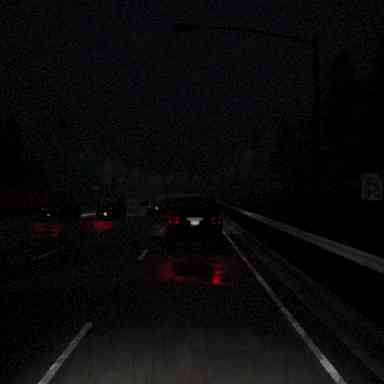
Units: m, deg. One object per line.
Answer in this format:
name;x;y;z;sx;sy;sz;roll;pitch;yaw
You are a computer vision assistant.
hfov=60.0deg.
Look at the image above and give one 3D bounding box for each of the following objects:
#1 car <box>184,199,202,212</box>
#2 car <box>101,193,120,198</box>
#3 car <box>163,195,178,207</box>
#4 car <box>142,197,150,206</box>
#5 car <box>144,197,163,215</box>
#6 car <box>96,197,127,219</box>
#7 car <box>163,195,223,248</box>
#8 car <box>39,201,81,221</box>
car;0.120;1.529;38.829;1.994;1.385;4.181;0;0;0
car;-10.408;1.184;43.480;2.150;2.045;5.566;0;0;0
car;-3.371;1.305;52.174;2.097;1.767;4.553;0;0;0
car;-6.872;1.477;52.840;1.812;1.442;4.674;0;0;0
car;-3.382;1.533;34.006;1.994;1.385;4.181;0;0;0
car;-6.885;1.479;28.827;1.837;1.490;4.892;0;0;0
car;0.108;1.208;14.791;2.150;2.045;5.566;0;0;0
car;-10.473;1.467;26.736;2.128;1.511;4.902;0;0;0
